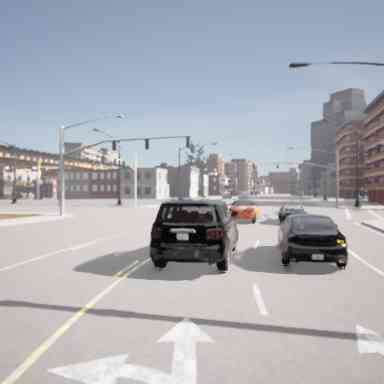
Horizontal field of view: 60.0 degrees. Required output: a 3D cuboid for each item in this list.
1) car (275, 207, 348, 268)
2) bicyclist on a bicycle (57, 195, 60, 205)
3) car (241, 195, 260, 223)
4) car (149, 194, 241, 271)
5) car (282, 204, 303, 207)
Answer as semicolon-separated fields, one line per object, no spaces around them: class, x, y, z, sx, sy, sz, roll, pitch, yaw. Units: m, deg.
car;3.955;1.502;11.410;1.837;1.490;4.892;0;1;13
bicyclist on a bicycle;-21.002;1.285;52.906;0.582;1.620;1.656;0;0;14
car;4.107;1.335;25.948;2.097;1.767;4.553;0;0;16
car;0.284;1.220;11.127;2.150;2.045;5.566;0;0;11
car;7.505;1.586;24.864;1.895;1.301;4.718;0;0;18
